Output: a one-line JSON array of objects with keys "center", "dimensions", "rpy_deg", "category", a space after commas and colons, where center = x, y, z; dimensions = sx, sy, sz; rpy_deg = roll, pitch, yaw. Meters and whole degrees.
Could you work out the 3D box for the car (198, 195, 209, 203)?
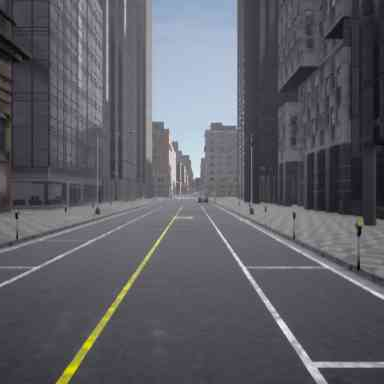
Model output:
[{"center": [2.387, 1.473, 70.382], "dimensions": [2.097, 1.767, 4.553], "rpy_deg": [0, 0, 0], "category": "car"}]
